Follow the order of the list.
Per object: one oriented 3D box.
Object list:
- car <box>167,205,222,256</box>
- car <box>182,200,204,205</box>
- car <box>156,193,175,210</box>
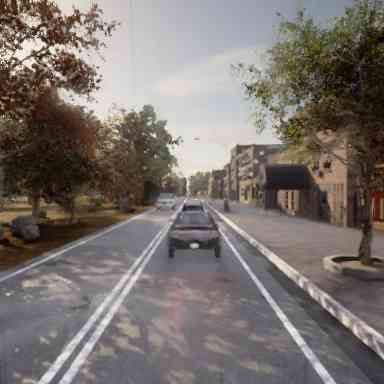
[{"bbox_3d":[0.087,1.492,13.006,2.128,1.511,4.902,0,0,0],"label":"car"},{"bbox_3d":[0.095,1.481,29.840,1.882,1.535,5.008,0,0,0],"label":"car"},{"bbox_3d":[-3.333,1.224,42.765,2.150,2.045,5.566,0,0,0],"label":"car"}]
